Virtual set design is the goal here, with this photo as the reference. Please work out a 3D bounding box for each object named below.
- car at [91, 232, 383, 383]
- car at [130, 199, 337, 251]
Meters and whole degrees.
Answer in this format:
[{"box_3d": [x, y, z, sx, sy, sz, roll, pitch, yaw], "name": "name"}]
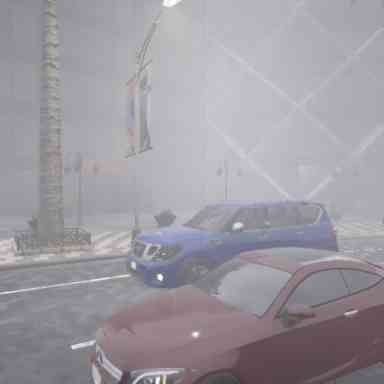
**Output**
[{"box_3d": [1.117, 1.525, 4.338, 4.674, 1.442, 1.812, 0, 0, -29], "name": "car"}, {"box_3d": [1.206, 1.221, 8.416, 5.566, 2.045, 2.150, 0, 0, -27], "name": "car"}]
